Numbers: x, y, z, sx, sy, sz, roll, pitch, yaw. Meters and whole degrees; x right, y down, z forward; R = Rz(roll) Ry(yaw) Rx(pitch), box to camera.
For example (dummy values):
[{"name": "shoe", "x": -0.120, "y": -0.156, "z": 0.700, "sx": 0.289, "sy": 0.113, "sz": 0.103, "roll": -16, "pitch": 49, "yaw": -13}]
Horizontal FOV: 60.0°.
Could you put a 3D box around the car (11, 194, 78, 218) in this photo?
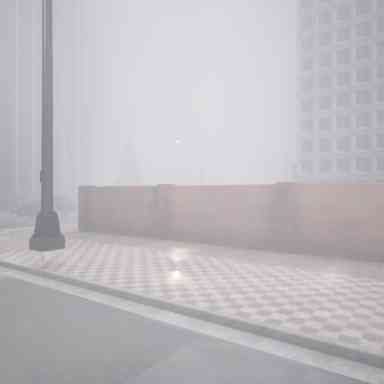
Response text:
[{"name": "car", "x": -13.778, "y": 1.221, "z": 31.164, "sx": 2.150, "sy": 2.045, "sz": 5.566, "roll": 0, "pitch": 0, "yaw": 35}]

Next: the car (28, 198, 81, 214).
[{"name": "car", "x": -14.736, "y": 1.478, "z": 35.885, "sx": 1.882, "sy": 1.535, "sz": 5.008, "roll": 0, "pitch": 0, "yaw": 35}]
